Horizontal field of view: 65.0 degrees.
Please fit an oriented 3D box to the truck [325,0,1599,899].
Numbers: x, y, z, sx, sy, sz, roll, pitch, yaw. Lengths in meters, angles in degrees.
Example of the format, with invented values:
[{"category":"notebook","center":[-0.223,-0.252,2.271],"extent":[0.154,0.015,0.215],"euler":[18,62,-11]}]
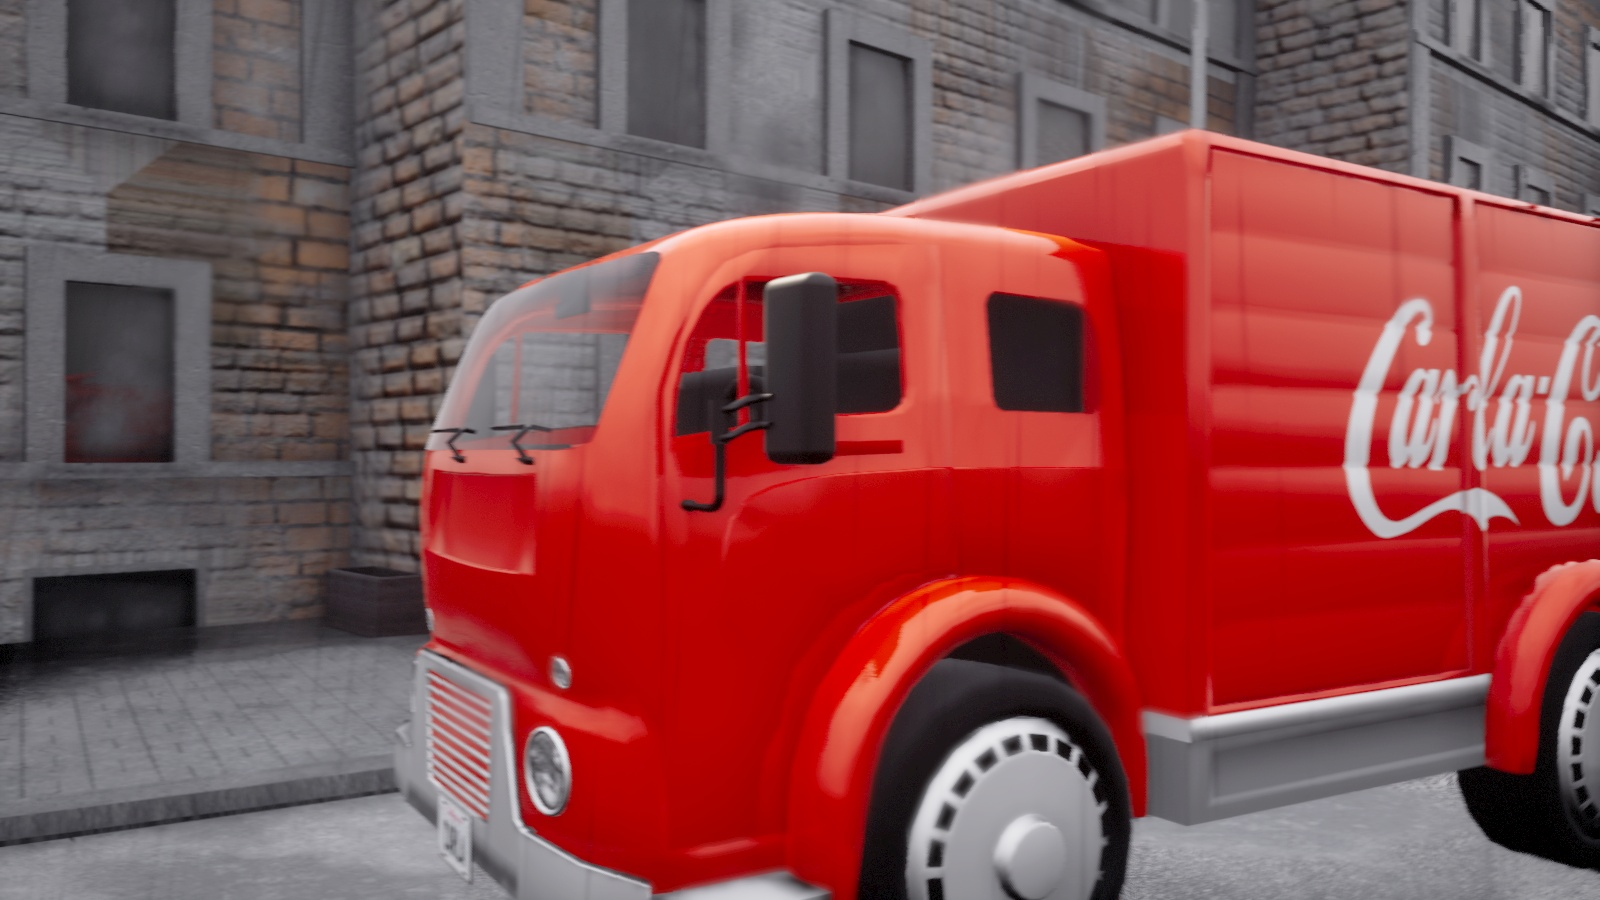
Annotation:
[{"category":"truck","center":[1.163,0.266,4.868],"extent":[5.204,2.467,2.627],"euler":[0,0,-32]}]
